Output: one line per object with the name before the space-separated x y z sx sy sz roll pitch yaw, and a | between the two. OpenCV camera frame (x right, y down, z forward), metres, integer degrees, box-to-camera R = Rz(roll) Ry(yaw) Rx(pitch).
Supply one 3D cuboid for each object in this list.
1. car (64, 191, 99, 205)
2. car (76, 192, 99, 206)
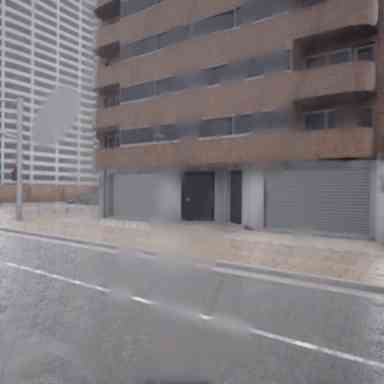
car | -14.685 0.956 44.495 1.837 1.490 4.892 1 1 35
car | -11.967 1.067 42.274 1.994 1.385 4.181 1 1 35
